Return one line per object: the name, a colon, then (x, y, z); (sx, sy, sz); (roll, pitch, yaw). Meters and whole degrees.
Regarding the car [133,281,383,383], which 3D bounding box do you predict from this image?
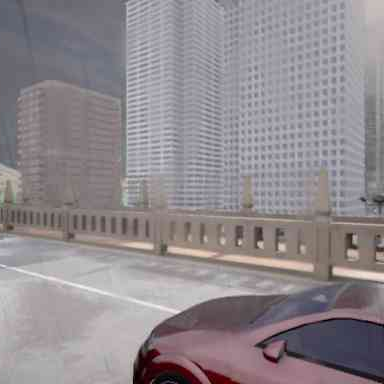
car: (1.448, 1.562, 2.942); (4.181, 1.385, 1.994); (0, 0, 36)
